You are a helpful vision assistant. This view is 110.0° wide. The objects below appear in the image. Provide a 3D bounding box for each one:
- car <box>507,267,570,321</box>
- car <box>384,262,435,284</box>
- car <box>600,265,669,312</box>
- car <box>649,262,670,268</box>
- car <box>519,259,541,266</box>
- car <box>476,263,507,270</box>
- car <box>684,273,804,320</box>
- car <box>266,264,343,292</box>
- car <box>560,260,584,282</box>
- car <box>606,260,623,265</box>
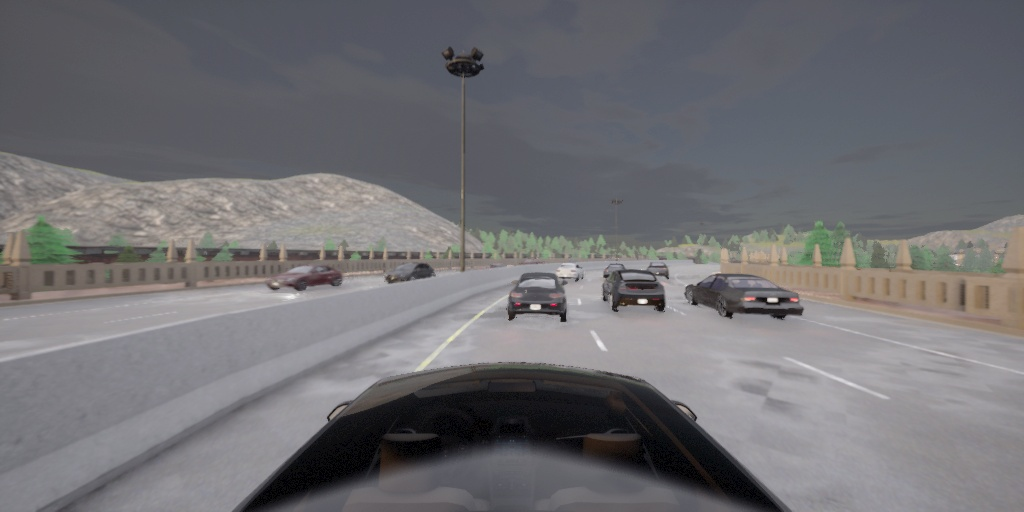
[{"bbox_3d":[0.942,1.281,12.445,1.812,1.442,4.674,0,0,7],"label":"car"},{"bbox_3d":[-7.322,1.222,26.150,1.837,1.490,4.892,0,0,15],"label":"car"},{"bbox_3d":[4.746,1.278,14.475,1.837,1.490,4.892,0,0,8],"label":"car"},{"bbox_3d":[13.709,1.308,33.757,2.128,1.511,4.902,0,0,22],"label":"car"},{"bbox_3d":[2.928,1.245,58.720,1.882,1.535,5.008,0,0,33],"label":"car"},{"bbox_3d":[-1.637,1.345,33.248,1.895,1.301,4.718,0,0,19],"label":"car"},{"bbox_3d":[7.990,1.336,12.986,2.033,1.411,5.357,0,0,8],"label":"car"},{"bbox_3d":[-12.004,1.220,21.193,1.812,1.442,4.674,0,0,12],"label":"car"},{"bbox_3d":[4.787,1.300,29.712,1.812,1.442,4.674,0,0,18],"label":"car"},{"bbox_3d":[9.287,1.360,31.983,1.994,1.385,4.181,0,0,20],"label":"car"}]
